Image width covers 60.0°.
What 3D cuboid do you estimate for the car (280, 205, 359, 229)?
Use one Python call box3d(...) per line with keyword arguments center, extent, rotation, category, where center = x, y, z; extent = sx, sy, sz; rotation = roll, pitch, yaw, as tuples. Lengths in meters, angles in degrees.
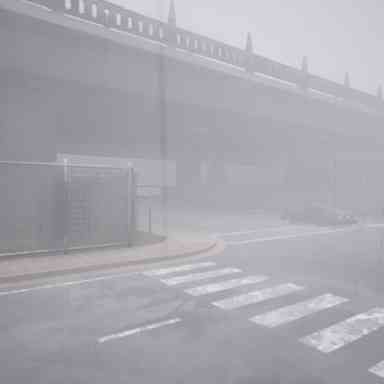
box3d(center=(8.195, 1.542, 21.907), extent=(2.033, 1.411, 5.357), rotation=(-1, 0, -24), category="car")
